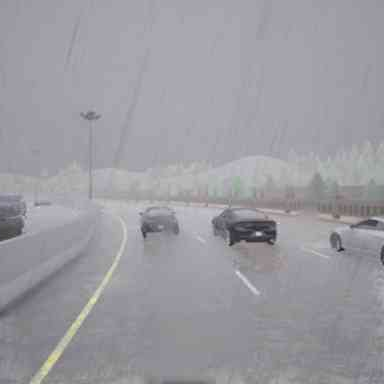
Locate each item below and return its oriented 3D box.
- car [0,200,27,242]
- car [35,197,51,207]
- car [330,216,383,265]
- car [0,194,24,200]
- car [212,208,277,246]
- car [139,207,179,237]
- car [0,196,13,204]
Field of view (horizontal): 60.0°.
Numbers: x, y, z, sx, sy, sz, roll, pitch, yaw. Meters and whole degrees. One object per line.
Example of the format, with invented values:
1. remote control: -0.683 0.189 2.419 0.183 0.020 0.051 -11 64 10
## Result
1. car: -8.315 1.360 13.144 2.097 1.767 4.553 0 0 -10
2. car: -22.769 1.520 50.799 1.812 1.442 4.674 0 0 -32
3. car: 6.307 1.481 10.725 1.812 1.442 4.674 0 0 -5
4. car: -15.781 1.231 28.804 2.150 2.045 5.566 0 0 -19
5. car: 2.189 1.441 15.142 1.882 1.535 5.008 0 0 -8
6. car: -1.820 1.500 17.828 1.812 1.442 4.674 0 0 -11
7. car: -36.370 1.457 64.653 2.033 1.411 5.357 0 0 -35
